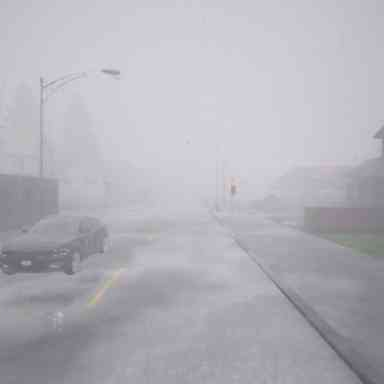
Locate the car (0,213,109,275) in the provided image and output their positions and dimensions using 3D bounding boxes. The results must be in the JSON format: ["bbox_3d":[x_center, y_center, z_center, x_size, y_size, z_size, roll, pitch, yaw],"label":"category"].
[{"bbox_3d":[-4.084,1.483,10.703,1.882,1.535,5.008,0,0,0],"label":"car"}]
